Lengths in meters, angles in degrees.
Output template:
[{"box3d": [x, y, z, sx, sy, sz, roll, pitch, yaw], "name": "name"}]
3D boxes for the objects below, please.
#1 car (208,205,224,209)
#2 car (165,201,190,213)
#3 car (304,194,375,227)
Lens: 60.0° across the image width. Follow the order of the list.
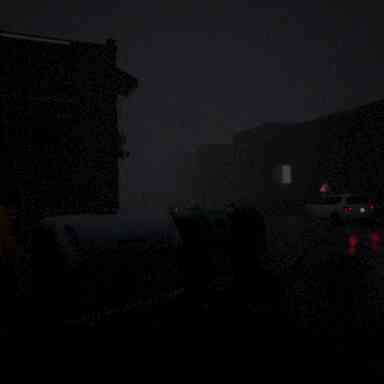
[{"box3d": [3.189, 2.260, 41.313, 1.994, 1.385, 4.181, -1, -2, -21], "name": "car"}, {"box3d": [-2.124, 2.221, 46.227, 2.150, 2.045, 5.566, -1, -1, -21], "name": "car"}, {"box3d": [9.767, 1.194, 22.602, 2.150, 2.045, 5.566, -1, -1, -10], "name": "car"}]
